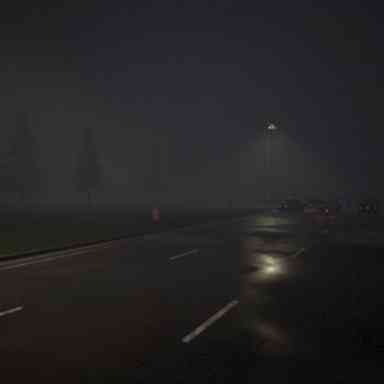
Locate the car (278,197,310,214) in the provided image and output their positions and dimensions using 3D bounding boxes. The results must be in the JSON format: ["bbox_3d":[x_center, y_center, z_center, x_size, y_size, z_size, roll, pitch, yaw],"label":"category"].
[{"bbox_3d":[10.361,1.445,34.409,2.033,1.411,5.357,0,0,29],"label":"car"}]

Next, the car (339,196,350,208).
[{"bbox_3d":[19.896,1.328,44.357,1.882,1.535,5.008,0,0,30],"label":"car"}]

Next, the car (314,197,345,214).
[{"bbox_3d":[13.977,1.490,33.699,1.895,1.301,4.718,0,0,30],"label":"car"}]

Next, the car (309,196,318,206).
[{"bbox_3d":[16.610,1.358,45.661,1.837,1.490,4.892,0,-1,30],"label":"car"}]

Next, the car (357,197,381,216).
[{"bbox_3d":[16.620,1.435,31.261,2.033,1.411,5.357,0,0,30],"label":"car"}]
